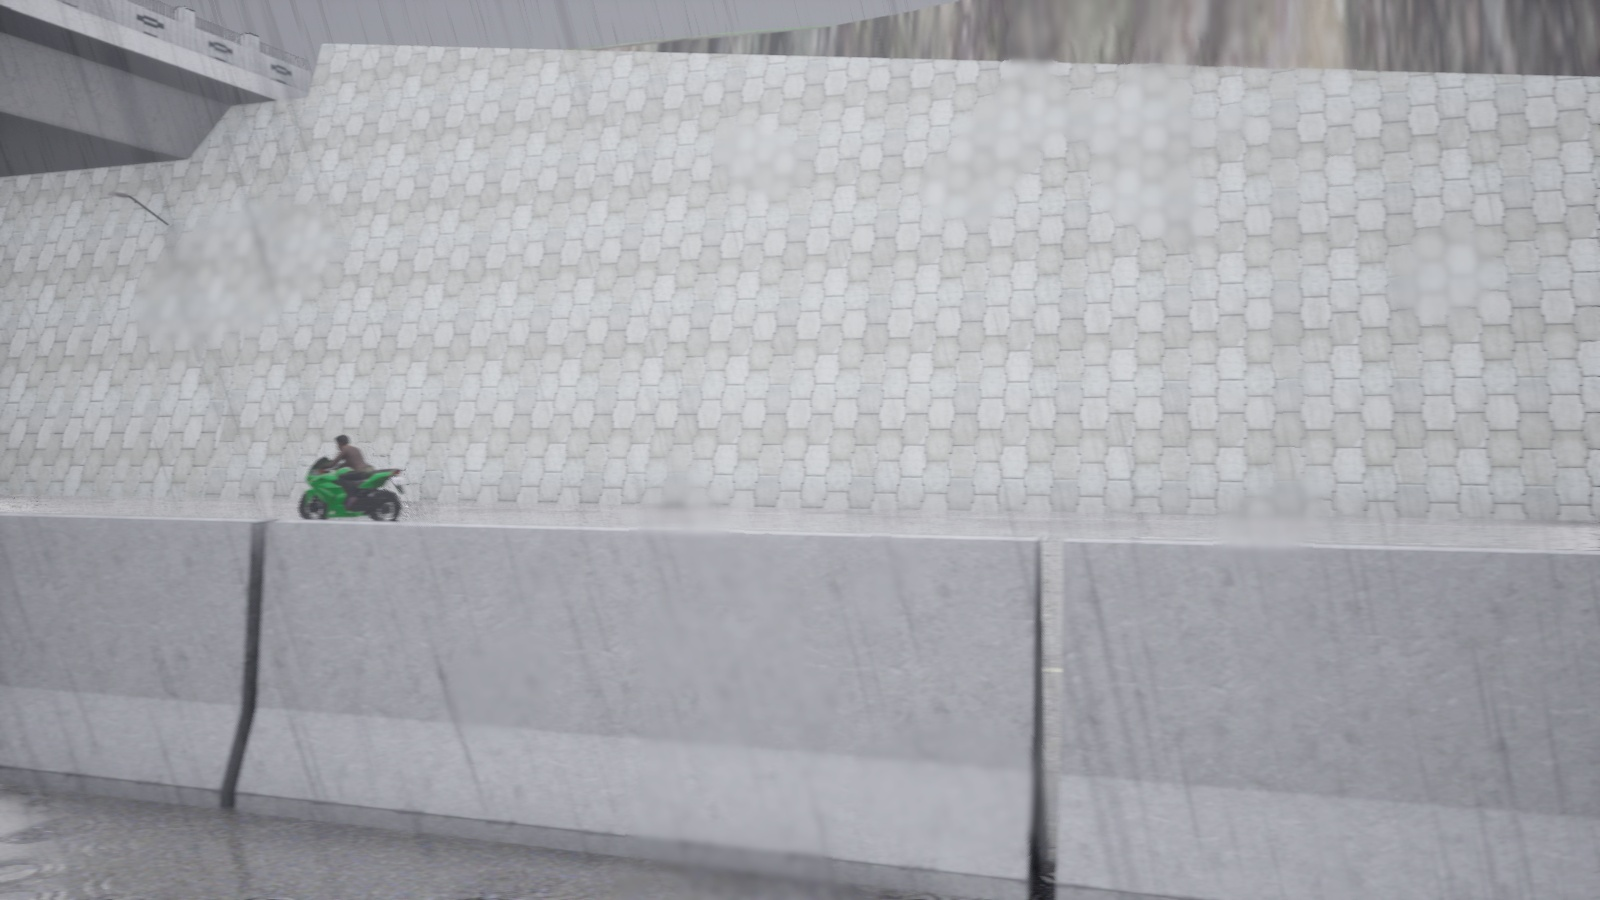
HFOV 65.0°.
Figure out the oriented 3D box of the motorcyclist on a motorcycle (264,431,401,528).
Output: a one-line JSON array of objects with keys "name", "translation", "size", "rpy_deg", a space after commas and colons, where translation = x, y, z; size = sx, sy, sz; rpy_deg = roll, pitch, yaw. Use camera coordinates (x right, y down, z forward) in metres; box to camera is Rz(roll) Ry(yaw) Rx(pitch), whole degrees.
[{"name": "motorcyclist on a motorcycle", "translation": [-7.643, 0.451, 20.534], "size": [2.044, 1.523, 0.797], "rpy_deg": [0, 1, 19]}]
